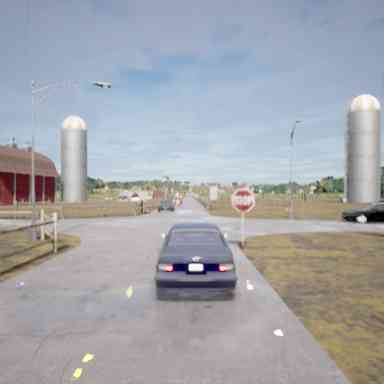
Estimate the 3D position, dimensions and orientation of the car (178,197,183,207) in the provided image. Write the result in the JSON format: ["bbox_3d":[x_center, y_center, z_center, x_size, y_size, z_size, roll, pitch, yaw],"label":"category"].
[{"bbox_3d":[-2.945,1.453,52.281,2.097,1.767,4.553,0,0,0],"label":"car"}]

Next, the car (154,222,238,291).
[{"bbox_3d":[0.078,1.528,9.064,2.033,1.411,5.357,0,0,0],"label":"car"}]

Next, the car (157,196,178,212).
[{"bbox_3d":[-2.933,1.547,38.779,1.837,1.490,4.892,0,1,0],"label":"car"}]

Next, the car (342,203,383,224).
[{"bbox_3d":[13.713,1.538,24.550,5.008,1.535,1.882,0,1,0],"label":"car"}]

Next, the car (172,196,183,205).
[{"bbox_3d":[-2.915,1.716,67.981,1.882,1.535,5.008,0,0,0],"label":"car"}]
